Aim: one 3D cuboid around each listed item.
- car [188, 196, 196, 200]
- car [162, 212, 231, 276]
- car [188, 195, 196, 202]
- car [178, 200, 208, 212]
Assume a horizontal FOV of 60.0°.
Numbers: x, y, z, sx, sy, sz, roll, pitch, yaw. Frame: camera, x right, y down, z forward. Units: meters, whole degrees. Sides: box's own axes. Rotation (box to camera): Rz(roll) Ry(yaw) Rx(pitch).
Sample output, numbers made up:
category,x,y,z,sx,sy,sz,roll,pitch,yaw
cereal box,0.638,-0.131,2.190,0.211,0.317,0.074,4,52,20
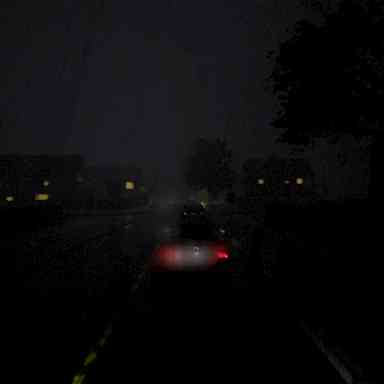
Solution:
category,x,y,z,sx,sy,sz,roll,pitch,yaw
car,-0.046,2.014,75.722,1.895,1.301,4.718,0,-1,0
car,0.098,1.589,10.483,2.033,1.411,5.357,0,0,0
car,-0.053,1.745,85.712,2.097,1.767,4.553,0,-1,0
car,0.086,1.586,23.185,2.128,1.511,4.902,0,0,0
